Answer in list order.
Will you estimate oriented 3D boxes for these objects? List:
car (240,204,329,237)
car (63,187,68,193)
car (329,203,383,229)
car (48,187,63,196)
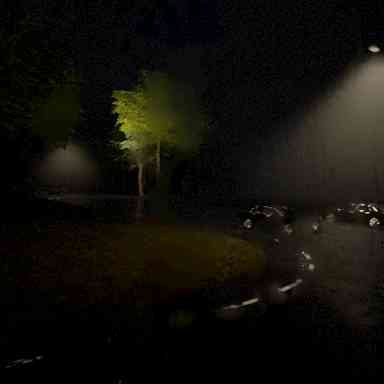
[{"bbox_3d":[4.769,1.492,18.577,1.837,1.490,4.892,-1,2,-35],"label":"car"},{"bbox_3d":[-32.052,-0.413,82.586,1.812,1.442,4.674,-1,2,-35],"label":"car"},{"bbox_3d":[11.015,1.473,21.869,1.837,1.490,4.892,-1,2,-35],"label":"car"},{"bbox_3d":[-27.839,0.064,67.023,1.895,1.301,4.718,-1,2,-28],"label":"car"}]
